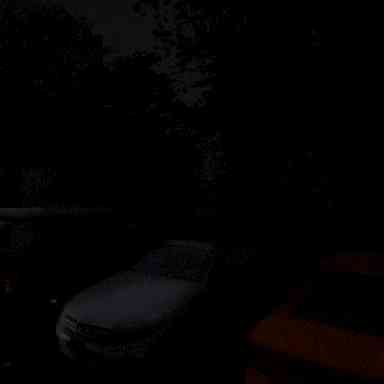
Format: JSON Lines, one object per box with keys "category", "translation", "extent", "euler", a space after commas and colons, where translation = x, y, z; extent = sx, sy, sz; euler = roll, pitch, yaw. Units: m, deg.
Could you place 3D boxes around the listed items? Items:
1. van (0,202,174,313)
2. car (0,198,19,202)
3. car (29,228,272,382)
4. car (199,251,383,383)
{"category": "van", "translation": [-2.156, 1.261, 7.442], "extent": [1.878, 1.987, 4.442], "euler": [0, 0, 36]}
{"category": "car", "translation": [-9.006, 1.246, 12.150], "extent": [2.435, 2.045, 5.566], "euler": [0, 0, 35]}
{"category": "car", "translation": [0.033, 1.524, 5.740], "extent": [2.002, 1.452, 4.674], "euler": [0, 0, 36]}
{"category": "car", "translation": [2.385, 1.480, 4.052], "extent": [2.097, 1.535, 5.008], "euler": [0, 0, 36]}
